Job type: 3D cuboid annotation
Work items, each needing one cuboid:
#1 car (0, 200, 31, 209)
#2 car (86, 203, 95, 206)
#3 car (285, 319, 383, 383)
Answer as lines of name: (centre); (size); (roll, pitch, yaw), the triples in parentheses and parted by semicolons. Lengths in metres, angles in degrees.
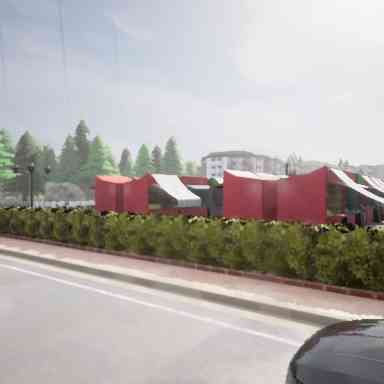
car: (-19.493, 1.589, 34.732); (2.033, 1.411, 5.357); (0, 0, 36)
car: (-10.699, 1.643, 40.869); (1.895, 1.301, 4.718); (0, 0, 36)
car: (2.993, 1.505, 1.853); (4.892, 1.490, 1.837); (0, 0, 36)
